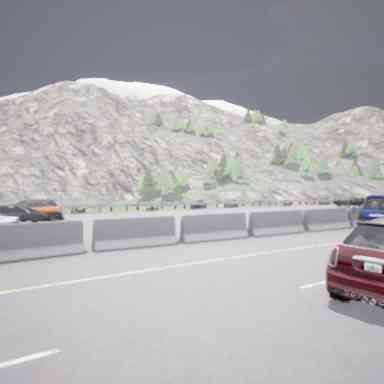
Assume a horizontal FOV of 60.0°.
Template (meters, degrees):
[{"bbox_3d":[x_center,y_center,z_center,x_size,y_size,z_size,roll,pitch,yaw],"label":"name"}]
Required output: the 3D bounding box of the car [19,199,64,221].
[{"bbox_3d":[-10.894,1.266,21.792,4.553,1.767,2.097,-1,0,-34],"label":"car"}]

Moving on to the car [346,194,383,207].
[{"bbox_3d":[9.044,1.084,13.325,5.566,2.045,2.150,-1,0,-29],"label":"car"}]

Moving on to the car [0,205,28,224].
[{"bbox_3d":[-9.805,1.485,14.104,4.674,1.442,1.812,-1,0,-35],"label":"car"}]

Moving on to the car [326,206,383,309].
[{"bbox_3d":[4.859,1.281,6.764,4.553,1.767,2.097,-1,0,-32],"label":"car"}]

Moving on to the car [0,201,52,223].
[{"bbox_3d":[-10.453,1.443,17.881,4.892,1.490,1.837,-1,0,-34],"label":"car"}]

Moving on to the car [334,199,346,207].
[{"bbox_3d":[20.303,1.211,42.091,4.718,1.301,1.895,0,0,-21],"label":"car"}]
